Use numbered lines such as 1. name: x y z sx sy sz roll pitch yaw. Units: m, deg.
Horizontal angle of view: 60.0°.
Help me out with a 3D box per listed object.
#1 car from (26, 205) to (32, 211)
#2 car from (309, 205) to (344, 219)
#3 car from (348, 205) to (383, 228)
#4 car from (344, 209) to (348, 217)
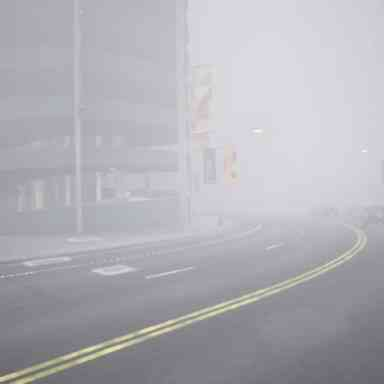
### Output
1. car: -28.224 3.217 57.975 2.435 2.045 5.566 0 -2 -43
2. car: 15.288 2.264 38.726 1.837 1.490 4.892 -1 -1 -2
3. car: 14.022 1.787 25.998 2.097 1.767 4.553 -2 -2 15
4. car: 18.769 2.217 37.523 1.994 1.385 4.181 -1 -1 -1
